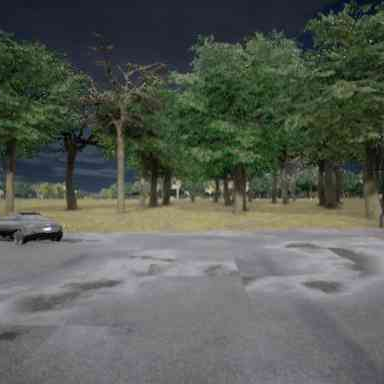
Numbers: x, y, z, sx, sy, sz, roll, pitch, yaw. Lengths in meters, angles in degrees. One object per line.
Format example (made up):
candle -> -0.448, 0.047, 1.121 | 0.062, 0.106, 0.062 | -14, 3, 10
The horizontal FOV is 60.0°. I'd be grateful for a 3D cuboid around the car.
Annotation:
car -> -7.992, 1.649, 15.499 | 4.181, 1.385, 1.994 | -2, -3, 32
